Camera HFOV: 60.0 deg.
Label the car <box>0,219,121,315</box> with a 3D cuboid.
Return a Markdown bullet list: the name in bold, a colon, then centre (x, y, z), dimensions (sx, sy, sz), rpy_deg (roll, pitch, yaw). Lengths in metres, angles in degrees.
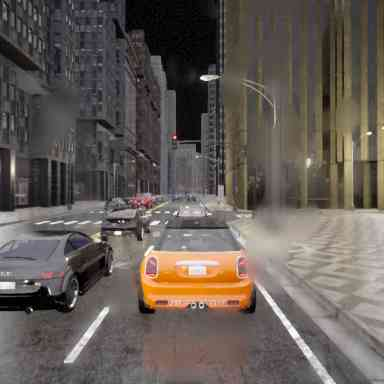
- **car**: centre (-3.164, 1.562, 7.674), dimensions (1.994, 1.385, 4.181), rpy_deg (0, 0, 0)

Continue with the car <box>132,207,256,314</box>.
- **car**: centre (0.095, 1.349, 7.771), dimensions (2.097, 1.767, 4.553), rpy_deg (0, 0, 0)

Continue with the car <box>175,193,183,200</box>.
- **car**: centre (-3.347, 1.123, 84.322), dimensions (1.837, 1.490, 4.892), rpy_deg (0, 0, 0)

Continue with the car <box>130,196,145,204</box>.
- **car**: centre (-9.888, 1.476, 60.353), dimensions (1.895, 1.301, 4.718), rpy_deg (0, 0, 0)

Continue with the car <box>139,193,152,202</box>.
- **car**: centre (-9.832, 1.195, 70.400), dimensions (2.097, 1.767, 4.553), rpy_deg (0, 0, 0)

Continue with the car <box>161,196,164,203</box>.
- **car**: centre (-6.608, 1.404, 65.552), dimensions (2.033, 1.411, 5.357), rpy_deg (0, 0, 1)

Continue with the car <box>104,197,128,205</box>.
- **car**: centre (-9.897, 1.440, 42.675), dimensions (1.837, 1.490, 4.892), rpy_deg (0, 0, 0)

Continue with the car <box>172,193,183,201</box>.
- **car**: centre (-3.335, 1.173, 74.286), dimensions (2.097, 1.767, 4.553), rpy_deg (0, 0, 0)

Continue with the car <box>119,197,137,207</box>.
- **car**: centre (-9.905, 1.470, 51.588), dimensions (1.994, 1.385, 4.181), rpy_deg (0, 0, 0)

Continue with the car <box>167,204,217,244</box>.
- **car**: centre (0.013, 1.480, 16.777), dimensions (2.128, 1.511, 4.902), rpy_deg (0, 0, 1)

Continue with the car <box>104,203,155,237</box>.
- **car**: centre (-3.166, 1.493, 16.570), dimensions (1.837, 1.490, 4.892), rpy_deg (0, 0, 0)

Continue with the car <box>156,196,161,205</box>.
- **car**: centre (-6.648, 1.420, 54.941), dimensions (1.812, 1.442, 4.674), rpy_deg (0, 0, 0)

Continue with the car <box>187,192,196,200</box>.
- **car**: centre (-0.097, 0.979, 84.295), dimensions (2.097, 1.767, 4.553), rpy_deg (0, 0, 0)

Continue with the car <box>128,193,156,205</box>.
- **car**: centre (-6.623, 1.150, 44.790), dimensions (2.150, 2.045, 5.566), rpy_deg (0, 0, 2)

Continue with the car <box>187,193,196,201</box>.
- **car**: centre (-0.085, 1.342, 74.321), dimensions (1.812, 1.442, 4.674), rpy_deg (0, 0, 0)
